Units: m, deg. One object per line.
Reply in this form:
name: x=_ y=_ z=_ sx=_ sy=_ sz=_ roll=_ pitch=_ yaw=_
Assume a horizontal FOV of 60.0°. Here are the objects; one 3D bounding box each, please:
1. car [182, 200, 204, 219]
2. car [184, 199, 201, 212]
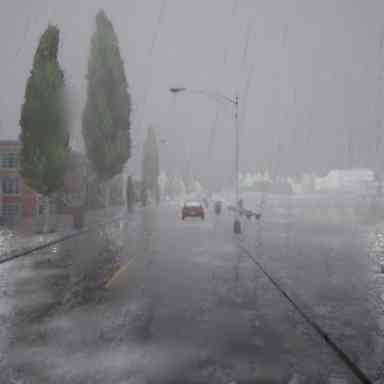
car: x=0.089 y=1.547 z=29.651 sx=1.882 sy=1.535 sz=5.008 roll=0 pitch=0 yaw=0
car: x=0.083 y=1.661 z=41.200 sx=1.994 sy=1.385 sz=4.181 roll=0 pitch=0 yaw=0
